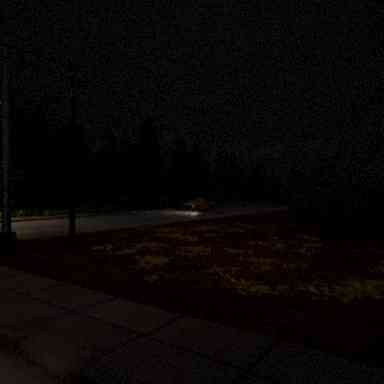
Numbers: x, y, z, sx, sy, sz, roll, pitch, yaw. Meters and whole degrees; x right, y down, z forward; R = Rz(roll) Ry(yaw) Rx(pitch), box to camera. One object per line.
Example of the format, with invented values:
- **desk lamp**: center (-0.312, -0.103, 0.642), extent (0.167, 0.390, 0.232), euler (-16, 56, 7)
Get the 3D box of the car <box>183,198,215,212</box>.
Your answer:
- **car**: center (0.930, 1.514, 40.420), extent (1.882, 1.535, 5.008), euler (0, 0, 37)
